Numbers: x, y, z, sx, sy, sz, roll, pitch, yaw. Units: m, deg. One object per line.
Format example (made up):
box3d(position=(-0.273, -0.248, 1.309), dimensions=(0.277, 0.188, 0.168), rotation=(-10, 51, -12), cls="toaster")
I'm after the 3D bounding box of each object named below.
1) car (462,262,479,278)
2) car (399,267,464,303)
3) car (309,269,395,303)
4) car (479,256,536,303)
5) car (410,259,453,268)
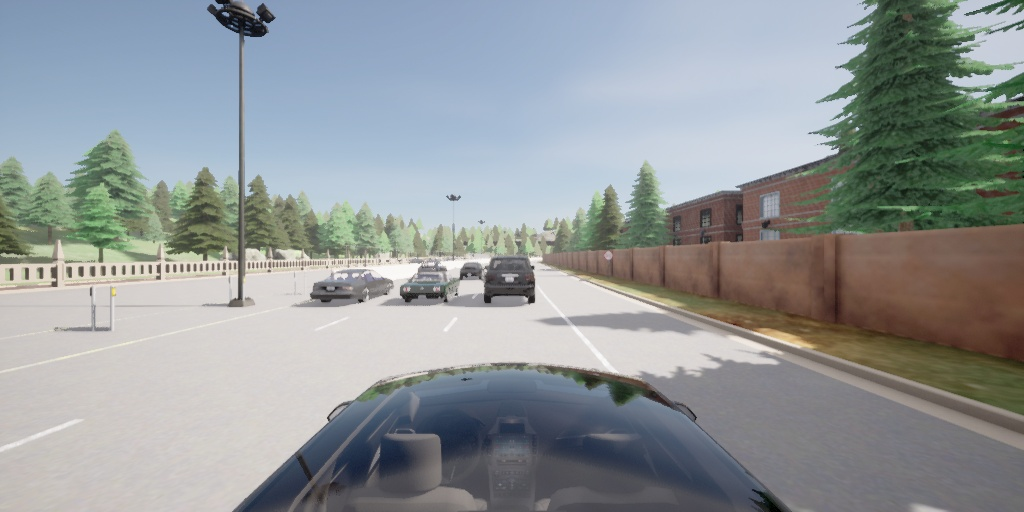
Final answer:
box3d(position=(-3.393, 1.264, 31.295), dimensions=(1.837, 1.490, 4.892), rotation=(0, 0, 1), cls="car")
box3d(position=(-3.599, 1.363, 16.574), dimensions=(1.895, 1.301, 4.718), rotation=(0, 0, 0), cls="car")
box3d(position=(-7.099, 1.310, 16.526), dimensions=(2.033, 1.411, 5.357), rotation=(0, 0, 0), cls="car")
box3d(position=(-0.099, 1.005, 16.592), dimensions=(2.150, 2.045, 5.566), rotation=(0, 0, 0), cls="car")
box3d(position=(-6.892, 1.242, 31.376), dimensions=(2.128, 1.511, 4.902), rotation=(0, 0, 1), cls="car")
